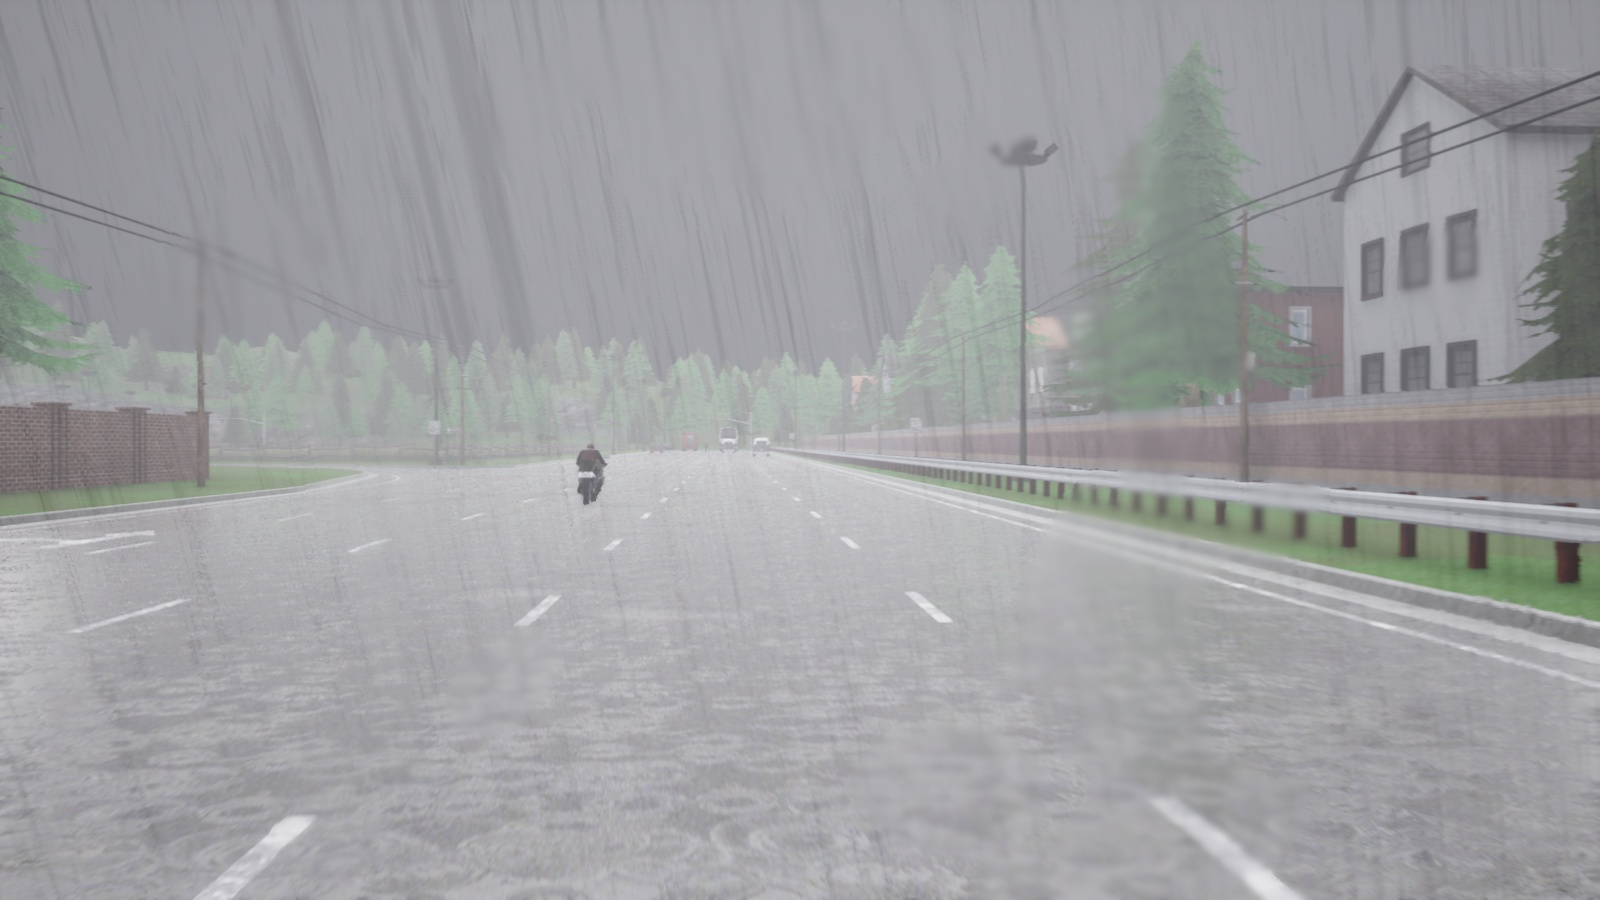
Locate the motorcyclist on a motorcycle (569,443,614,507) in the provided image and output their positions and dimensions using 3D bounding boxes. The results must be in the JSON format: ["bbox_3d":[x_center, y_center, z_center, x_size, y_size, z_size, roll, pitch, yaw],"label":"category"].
[{"bbox_3d":[-5.185,0.602,31.386,0.866,1.530,2.191,0,0,-3],"label":"motorcyclist on a motorcycle"}]
